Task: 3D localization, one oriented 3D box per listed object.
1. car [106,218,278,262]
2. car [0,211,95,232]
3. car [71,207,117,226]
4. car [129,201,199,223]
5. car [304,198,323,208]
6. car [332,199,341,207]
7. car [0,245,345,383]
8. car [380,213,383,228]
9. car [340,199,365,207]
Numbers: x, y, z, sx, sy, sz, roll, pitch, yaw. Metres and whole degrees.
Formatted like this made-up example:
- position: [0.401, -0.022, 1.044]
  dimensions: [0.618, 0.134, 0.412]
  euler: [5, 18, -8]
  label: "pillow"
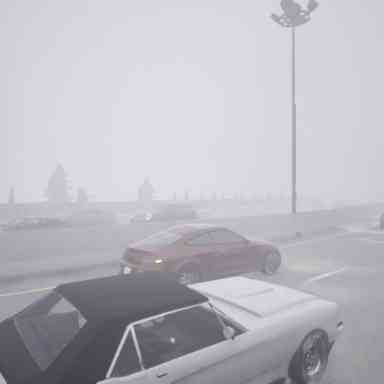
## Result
- position: [0.386, 1.560, 8.726]
  dimensions: [4.674, 1.442, 1.812]
  euler: [0, 0, -39]
  label: "car"
- position: [-6.218, 1.624, 12.690]
  dimensions: [4.181, 1.385, 1.994]
  euler: [0, 0, -38]
  label: "car"
- position: [-6.914, 1.658, 21.087]
  dimensions: [4.181, 1.385, 1.994]
  euler: [0, 0, -41]
  label: "car"
- position: [-1.717, 1.437, 21.055]
  dimensions: [4.553, 1.767, 2.097]
  euler: [0, 0, -44]
  label: "car"
- position: [19.211, 1.665, 52.488]
  dimensions: [2.128, 1.511, 4.902]
  euler: [0, 0, 37]
  label: "car"
- position: [23.466, 1.729, 52.353]
  dimensions: [1.994, 1.385, 4.181]
  euler: [0, 0, 37]
  label: "car"
- position: [-0.354, 1.617, 3.661]
  dimensions: [4.718, 1.301, 1.895]
  euler: [0, 0, -37]
  label: "car"
- position: [13.537, 1.589, 21.559]
  dimensions: [1.812, 1.442, 4.674]
  euler: [0, 0, 41]
  label: "car"
- position: [21.281, 1.736, 43.506]
  dimensions: [1.895, 1.301, 4.718]
  euler: [0, 0, 37]
  label: "car"
